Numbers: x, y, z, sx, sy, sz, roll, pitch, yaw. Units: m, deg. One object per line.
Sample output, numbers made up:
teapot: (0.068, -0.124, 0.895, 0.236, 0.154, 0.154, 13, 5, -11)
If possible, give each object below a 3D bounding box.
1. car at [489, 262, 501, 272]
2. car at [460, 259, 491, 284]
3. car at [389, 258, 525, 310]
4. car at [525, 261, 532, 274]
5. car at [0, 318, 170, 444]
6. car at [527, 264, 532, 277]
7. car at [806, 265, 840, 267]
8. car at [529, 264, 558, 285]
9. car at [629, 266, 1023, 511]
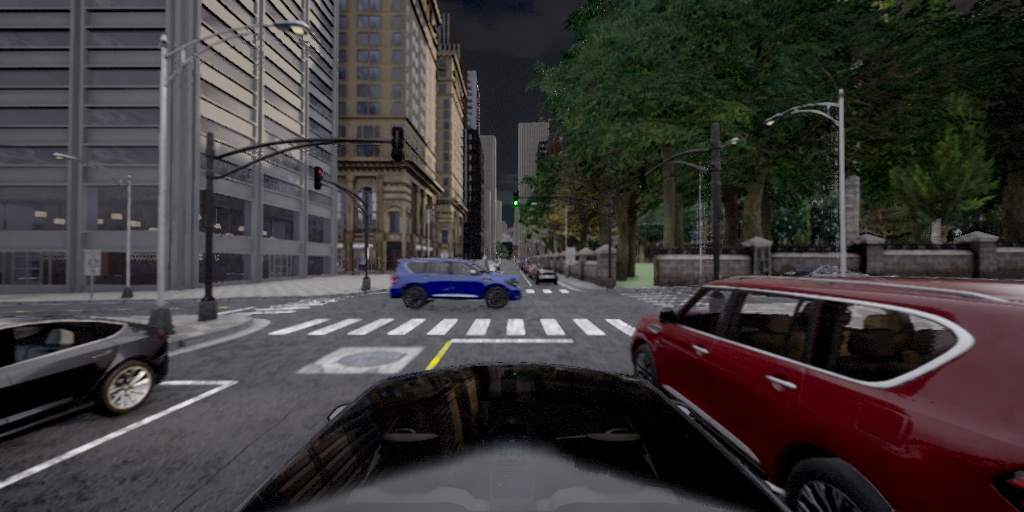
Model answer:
car: (-3.033, 1.966, 65.122, 1.882, 1.535, 5.008, 0, -1, 0)
car: (-3.125, 1.322, 32.011, 2.150, 2.045, 5.566, 0, -1, 0)
car: (-2.372, 1.125, 15.376, 5.566, 2.045, 2.150, 0, -1, 0)
car: (2.742, 1.637, 40.748, 1.967, 1.591, 4.097, 0, 0, 0)
car: (-5.764, 1.336, 3.364, 1.948, 1.339, 4.313, 0, 0, 0)
car: (2.745, 1.719, 35.327, 1.802, 1.307, 4.207, 0, 0, 0)
car: (15.623, 1.145, 18.405, 4.181, 1.385, 1.994, -1, -1, 0)
car: (2.748, 1.643, 29.908, 1.948, 1.339, 4.313, 0, 0, 0)
car: (2.762, 1.085, 3.350, 2.192, 1.841, 5.009, 0, 0, 0)
